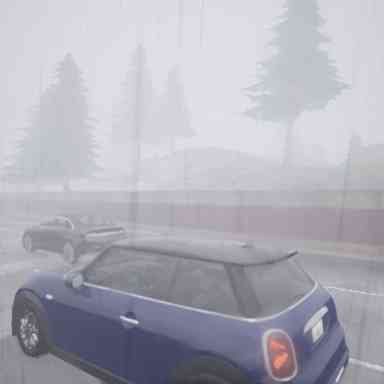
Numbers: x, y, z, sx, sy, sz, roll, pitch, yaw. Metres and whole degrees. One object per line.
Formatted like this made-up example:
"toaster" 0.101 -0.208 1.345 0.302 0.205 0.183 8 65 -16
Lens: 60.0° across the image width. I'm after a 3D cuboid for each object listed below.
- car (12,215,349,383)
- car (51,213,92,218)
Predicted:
"car" -0.482 1.370 4.503 4.553 1.767 2.097 0 0 37
"car" -4.389 1.537 12.095 4.902 1.511 2.128 0 0 40
